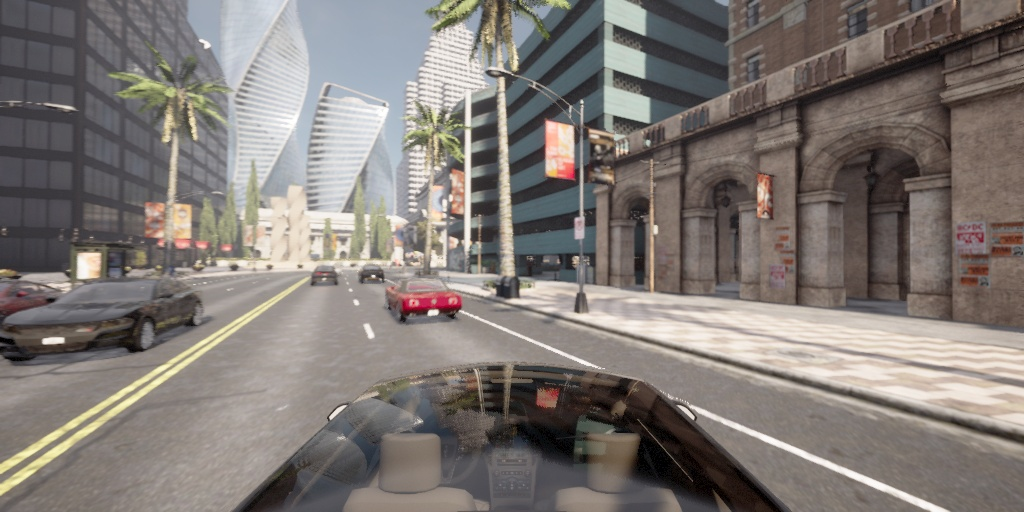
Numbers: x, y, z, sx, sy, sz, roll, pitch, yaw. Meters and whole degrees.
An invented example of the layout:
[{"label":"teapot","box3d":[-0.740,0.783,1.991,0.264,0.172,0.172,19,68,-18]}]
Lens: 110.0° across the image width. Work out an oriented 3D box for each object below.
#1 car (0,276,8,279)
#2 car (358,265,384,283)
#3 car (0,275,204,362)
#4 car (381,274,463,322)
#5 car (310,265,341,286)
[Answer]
[{"label":"car","box3d":[-13.384,1.332,9.097,1.994,1.385,4.181,1,-1,-26]},{"label":"car","box3d":[-12.368,1.513,31.412,1.882,1.535,5.008,1,-1,-26]},{"label":"car","box3d":[-9.274,1.261,8.652,1.882,1.535,5.008,1,-1,-26]},{"label":"car","box3d":[-3.387,1.466,13.007,1.895,1.301,4.718,1,-1,-26]},{"label":"car","box3d":[-14.867,1.494,28.552,1.837,1.490,4.892,1,-1,-26]}]
